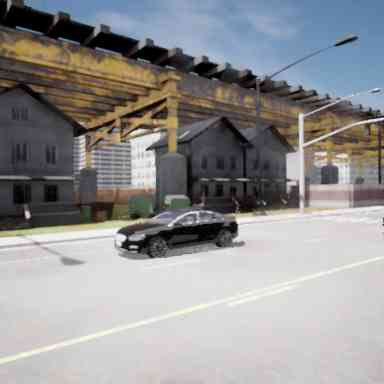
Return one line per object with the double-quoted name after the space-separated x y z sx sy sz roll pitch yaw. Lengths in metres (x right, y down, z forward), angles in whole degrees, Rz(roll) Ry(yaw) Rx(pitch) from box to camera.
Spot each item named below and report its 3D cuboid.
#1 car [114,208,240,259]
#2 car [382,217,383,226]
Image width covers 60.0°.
-0.410 1.390 12.326 4.902 1.511 2.128 -1 1 -36 "car"
11.313 1.342 16.367 4.718 1.301 1.895 -1 1 -36 "car"
